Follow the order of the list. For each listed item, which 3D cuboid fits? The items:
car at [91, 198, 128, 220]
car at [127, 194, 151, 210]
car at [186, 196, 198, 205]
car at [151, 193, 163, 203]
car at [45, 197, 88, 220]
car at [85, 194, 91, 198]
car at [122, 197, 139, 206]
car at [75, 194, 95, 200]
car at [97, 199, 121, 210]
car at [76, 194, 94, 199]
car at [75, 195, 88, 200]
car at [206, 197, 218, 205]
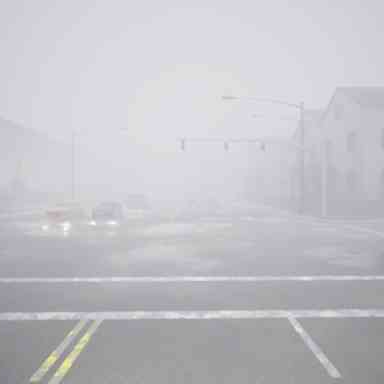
[{"bbox_3d":[-7.081,1.501,28.207,1.837,1.490,4.892,0,0,0],"label":"car"},{"bbox_3d":[-7.065,1.217,43.289,2.150,2.045,5.566,0,0,0],"label":"car"},{"bbox_3d":[0.038,1.483,58.993,2.128,1.511,4.902,0,0,0],"label":"car"},{"bbox_3d":[-6.962,1.214,66.613,2.150,2.045,5.566,0,0,0],"label":"car"},{"bbox_3d":[-10.581,1.474,28.058,1.882,1.535,5.008,0,0,0],"label":"car"},{"bbox_3d":[-28.125,1.441,84.733,2.038,1.542,4.974,0,0,-36],"label":"car"},{"bbox_3d":[-10.536,1.556,57.257,1.994,1.385,4.181,0,0,0],"label":"car"},{"bbox_3d":[-28.912,1.440,90.100,2.038,1.542,4.974,0,0,29],"label":"car"},{"bbox_3d":[-10.566,1.595,42.767,1.895,1.301,4.718,0,0,0],"label":"car"},{"bbox_3d":[-28.936,1.282,90.055,1.853,1.218,4.536,0,0,29],"label":"car"},{"bbox_3d":[-28.157,1.283,84.775,1.853,1.218,4.536,0,0,-36],"label":"car"},{"bbox_3d":[3.537,1.590,59.021,1.895,1.301,4.718,0,0,0],"label":"car"}]
